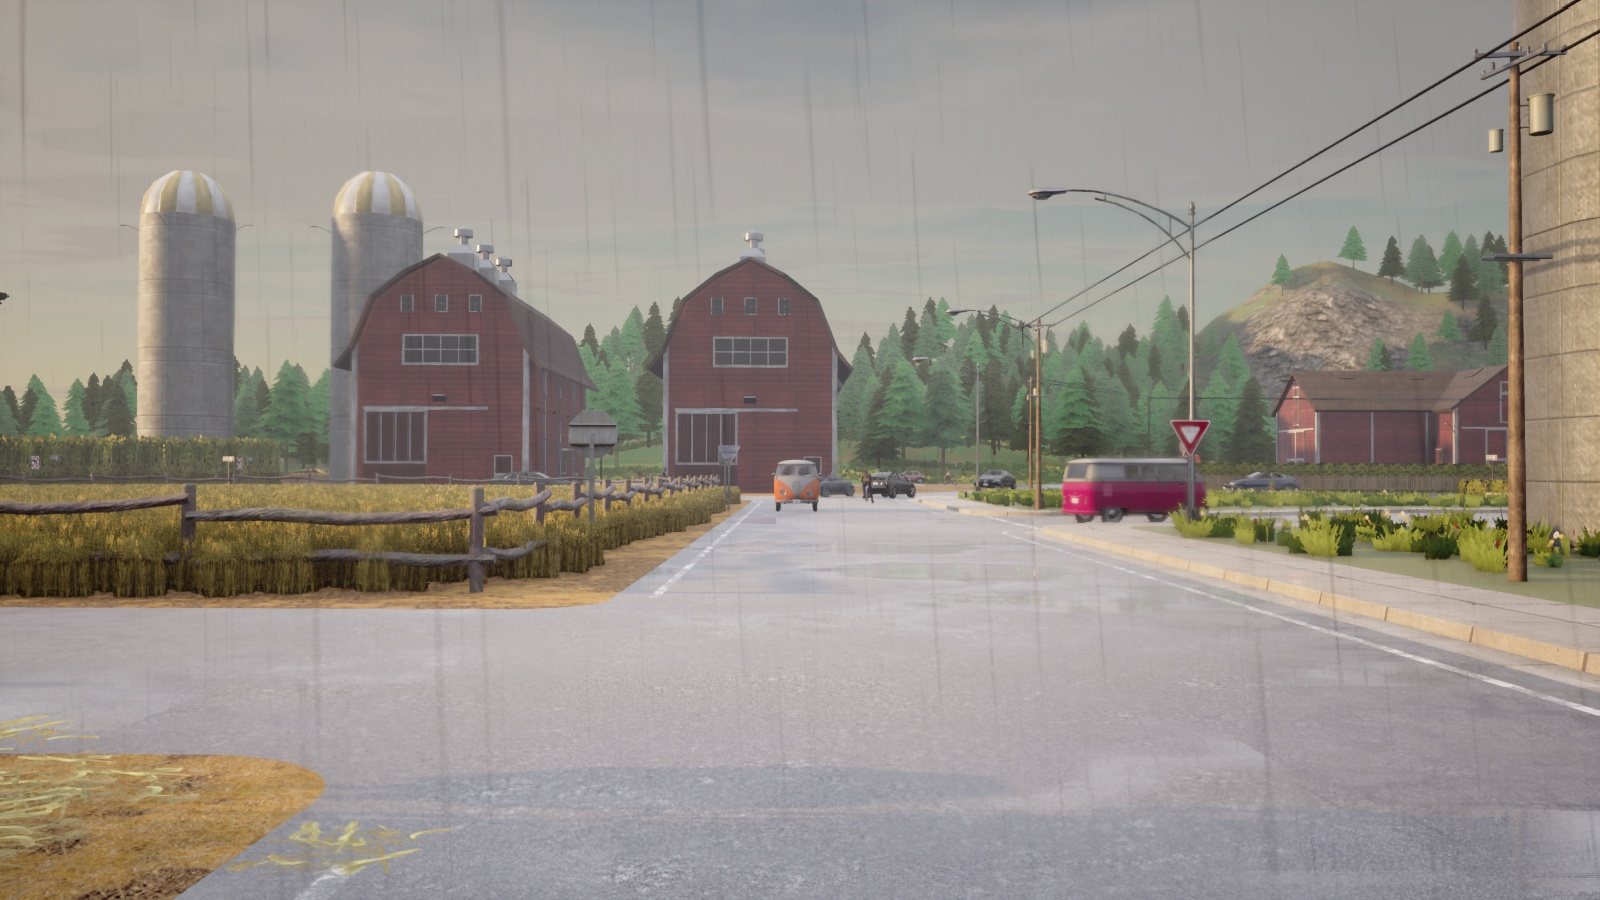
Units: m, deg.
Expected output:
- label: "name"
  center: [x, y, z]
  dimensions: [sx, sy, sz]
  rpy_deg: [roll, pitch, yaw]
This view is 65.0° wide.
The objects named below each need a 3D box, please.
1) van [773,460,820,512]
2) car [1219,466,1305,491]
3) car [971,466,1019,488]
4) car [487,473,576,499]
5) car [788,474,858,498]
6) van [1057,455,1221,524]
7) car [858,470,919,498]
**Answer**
- label: "van"
  center: [-0.120, 1.403, 49.858]
  dimensions: [1.775, 1.987, 4.442]
  rpy_deg: [0, -1, 0]
- label: "car"
  center: [31.286, 1.895, 85.184]
  dimensions: [5.027, 1.651, 2.152]
  rpy_deg: [0, -1, 0]
- label: "car"
  center: [14.648, 2.004, 94.092]
  dimensions: [2.152, 1.651, 5.027]
  rpy_deg: [-1, -1, 26]
- label: "car"
  center: [-15.689, 2.115, 73.613]
  dimensions: [4.892, 1.490, 1.837]
  rpy_deg: [0, -1, -3]
- label: "car"
  center: [1.385, 2.097, 74.079]
  dimensions: [1.994, 1.385, 4.181]
  rpy_deg: [-1, -1, 38]
- label: "van"
  center: [10.098, 1.154, 37.437]
  dimensions: [4.442, 1.987, 1.775]
  rpy_deg: [0, -1, -18]
- label: "car"
  center: [5.197, 1.937, 72.884]
  dimensions: [2.007, 1.525, 4.514]
  rpy_deg: [-1, -1, 26]
